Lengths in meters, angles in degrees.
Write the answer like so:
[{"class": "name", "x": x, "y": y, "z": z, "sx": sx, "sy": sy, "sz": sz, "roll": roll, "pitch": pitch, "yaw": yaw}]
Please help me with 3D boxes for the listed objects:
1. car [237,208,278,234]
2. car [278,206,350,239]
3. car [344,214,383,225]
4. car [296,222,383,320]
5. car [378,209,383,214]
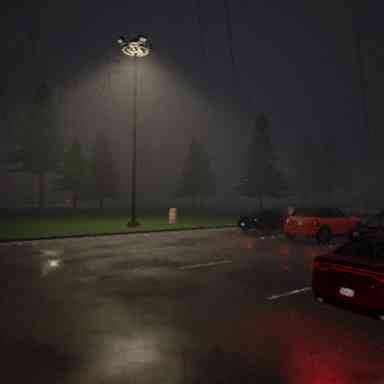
[{"class": "car", "x": 4.803, "y": 1.708, "z": 20.436, "sx": 4.674, "sy": 1.442, "sz": 1.812, "roll": 1, "pitch": 0, "yaw": -35}, {"class": "car", "x": 6.929, "y": 1.535, "z": 17.284, "sx": 4.553, "sy": 1.767, "sz": 2.097, "roll": 1, "pitch": 0, "yaw": -36}, {"class": "car", "x": 8.867, "y": 1.781, "z": 14.370, "sx": 4.718, "sy": 1.301, "sz": 1.895, "roll": 1, "pitch": 0, "yaw": -35}, {"class": "car", "x": 4.636, "y": 1.568, "z": 7.059, "sx": 5.008, "sy": 1.535, "sz": 1.882, "roll": 1, "pitch": 0, "yaw": -35}, {"class": "car", "x": 18.666, "y": 1.945, "z": 30.207, "sx": 4.181, "sy": 1.385, "sz": 1.994, "roll": 1, "pitch": 0, "yaw": -35}]
